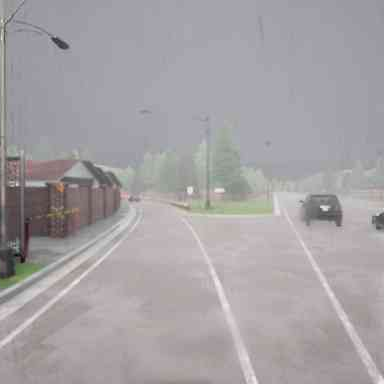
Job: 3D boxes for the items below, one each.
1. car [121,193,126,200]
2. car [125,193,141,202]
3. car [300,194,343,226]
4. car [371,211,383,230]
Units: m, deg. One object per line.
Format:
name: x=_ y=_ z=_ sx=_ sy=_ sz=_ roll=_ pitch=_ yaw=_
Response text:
car: x=-15.675 y=1.037 z=80.164 sx=2.097 sy=1.767 sz=4.553 roll=0 pitch=0 yaw=-22
car: x=-12.128 y=1.393 z=70.271 sx=2.033 sy=1.411 sz=5.357 roll=0 pitch=0 yaw=-20
car: x=8.666 y=1.136 z=22.622 sx=2.150 sy=2.045 sz=5.566 roll=0 pitch=0 yaw=14
car: x=10.946 y=1.468 z=17.198 sx=2.033 sy=1.411 sz=5.357 roll=0 pitch=0 yaw=14
